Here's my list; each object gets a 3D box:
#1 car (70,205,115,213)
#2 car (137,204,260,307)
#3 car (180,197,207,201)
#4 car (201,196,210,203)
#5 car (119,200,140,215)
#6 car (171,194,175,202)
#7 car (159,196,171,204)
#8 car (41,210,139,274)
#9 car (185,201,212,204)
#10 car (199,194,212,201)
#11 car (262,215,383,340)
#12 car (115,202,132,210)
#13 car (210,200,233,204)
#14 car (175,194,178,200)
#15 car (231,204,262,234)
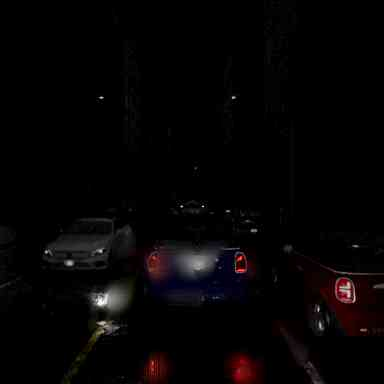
[{"bbox_3d":[-5.666,1.567,17.553,1.947,1.339,4.313,0,0,0],"label":"car"},{"bbox_3d":[0.102,1.352,8.117,2.097,1.767,4.553,0,0,0],"label":"car"},{"bbox_3d":[0.008,1.459,27.419,1.801,1.575,5.366,0,0,0],"label":"car"},{"bbox_3d":[2.920,1.579,71.223,1.752,1.417,4.829,0,0,0],"label":"car"},{"bbox_3d":[-5.663,1.443,28.556,1.967,1.590,4.097,0,0,0],"label":"car"},{"bbox_3d":[-5.593,1.615,76.476,2.008,1.369,4.403,0,0,0],"label":"car"},{"bbox_3d":[-5.616,1.625,65.659,1.802,1.307,4.206,0,0,0],"label":"car"},{"bbox_3d":[-3.095,1.526,10.724,1.812,1.442,4.674,0,0,0],"label":"car"},{"bbox_3d":[0.101,1.479,17.398,1.882,1.535,5.008,0,0,0],"label":"car"},{"bbox_3d":[2.908,1.483,65.644,1.967,1.590,4.097,0,0,0],"label":"car"},{"bbox_3d":[2.856,1.440,6.548,1.967,1.590,4.097,0,0,0],"label":"car"},{"bbox_3d":[-5.664,1.584,23.055,1.802,1.307,4.206,0,0,0],"label":"car"},{"bbox_3d":[2.863,1.569,28.553,1.947,1.339,4.313,0,0,0],"label":"car"},{"bbox_3d":[-5.559,1.637,92.532,1.752,1.417,4.829,0,0,0],"label":"car"},{"bbox_3d":[2.859,1.552,17.551,2.008,1.369,4.403,0,0,0],"label":"car"}]
